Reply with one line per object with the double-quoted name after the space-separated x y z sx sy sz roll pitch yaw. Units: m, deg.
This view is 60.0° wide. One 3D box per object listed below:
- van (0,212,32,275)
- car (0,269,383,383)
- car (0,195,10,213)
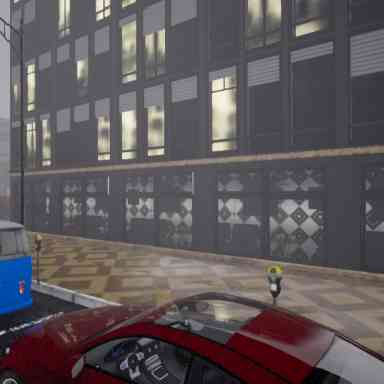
-4.633 1.342 6.138 3.998 1.788 1.690 0 0 35 "van"
0.000 1.582 2.836 4.206 1.307 1.802 0 0 35 "car"
-14.535 1.357 28.246 2.192 1.841 5.009 -1 -1 35 "car"
